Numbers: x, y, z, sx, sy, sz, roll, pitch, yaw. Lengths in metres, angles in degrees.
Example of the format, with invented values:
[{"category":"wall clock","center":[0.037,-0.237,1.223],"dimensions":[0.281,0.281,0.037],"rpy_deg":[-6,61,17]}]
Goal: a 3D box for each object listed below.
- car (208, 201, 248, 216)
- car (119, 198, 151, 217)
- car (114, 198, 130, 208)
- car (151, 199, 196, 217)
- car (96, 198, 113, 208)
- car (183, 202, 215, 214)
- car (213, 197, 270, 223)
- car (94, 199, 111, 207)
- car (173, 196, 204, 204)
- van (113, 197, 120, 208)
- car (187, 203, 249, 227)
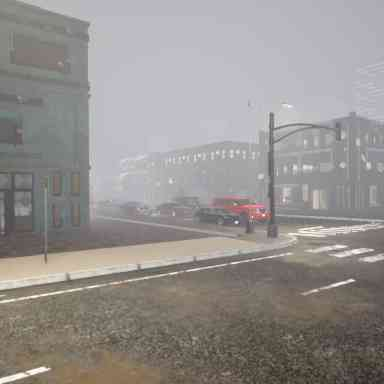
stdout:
[{"category":"car","center":[3.990,1.809,37.151],"dimensions":[2.008,1.369,4.403],"rpy_deg":[-2,0,-35]},{"category":"car","center":[-6.048,1.846,36.806],"dimensions":[1.967,1.590,4.097],"rpy_deg":[-1,0,-35]},{"category":"car","center":[-8.058,1.951,44.146],"dimensions":[2.128,1.511,4.902],"rpy_deg":[-1,0,-35]},{"category":"car","center":[-2.041,1.820,35.658],"dimensions":[1.882,1.535,5.008],"rpy_deg":[-1,0,-35]},{"category":"car","center":[-15.269,2.213,59.796],"dimensions":[1.895,1.301,4.718],"rpy_deg":[-1,0,-35]},{"category":"car","center":[0.784,1.903,41.663],"dimensions":[1.802,1.307,4.206],"rpy_deg":[-2,0,-35]},{"category":"car","center":[3.813,1.449,27.414],"dimensions":[2.150,2.045,5.566],"rpy_deg":[-1,0,-35]},{"category":"car","center":[-18.455,2.227,68.733],"dimensions":[1.887,1.381,4.507],"rpy_deg":[-1,0,-35]},{"category":"car","center":[-1.233,1.567,40.041],"dimensions":[2.150,2.045,5.566],"rpy_deg":[-1,0,-35]},{"category":"van","center":[-12.047,1.906,59.709],"dimensions":[1.690,1.788,3.998],"rpy_deg":[-1,0,-35]},{"category":"car","center":[1.894,1.814,25.425],"dimensions":[1.947,1.339,4.313],"rpy_deg":[-1,0,-35]}]
